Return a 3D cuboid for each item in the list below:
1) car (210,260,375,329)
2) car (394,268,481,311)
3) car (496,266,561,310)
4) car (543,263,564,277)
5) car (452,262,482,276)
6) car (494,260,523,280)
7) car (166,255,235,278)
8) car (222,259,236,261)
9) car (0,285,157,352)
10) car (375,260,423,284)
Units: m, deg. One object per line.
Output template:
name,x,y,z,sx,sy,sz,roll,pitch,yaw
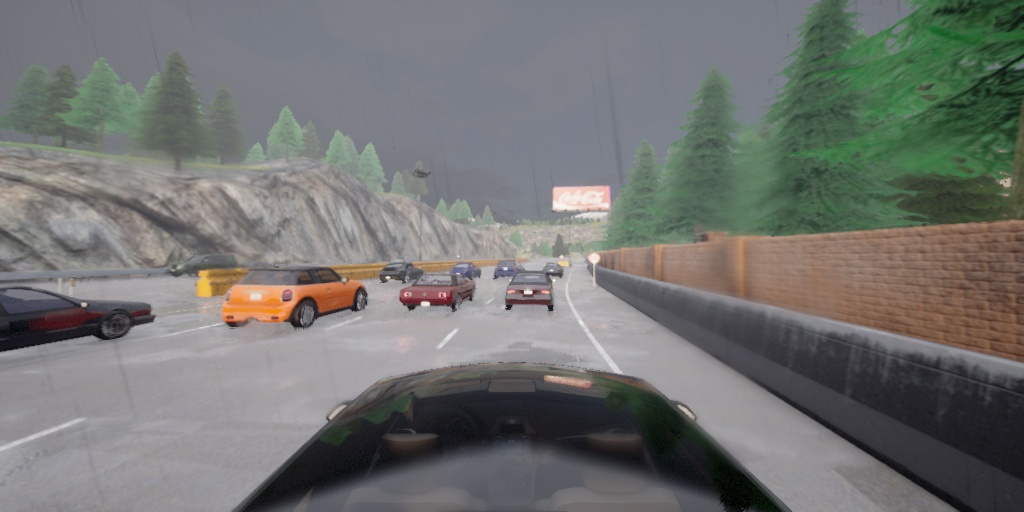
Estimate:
car,-6.447,1.083,11.338,2.097,1.767,4.553,0,0,3
car,-2.728,1.343,14.356,1.895,1.301,4.718,0,0,5
car,0.811,1.300,14.855,2.033,1.411,5.357,0,0,6
car,4.030,1.325,35.420,1.994,1.385,4.181,0,0,10
car,-3.936,1.264,30.641,1.812,1.442,4.674,0,0,10
car,-0.186,1.101,31.665,2.097,1.767,4.553,0,0,10
car,-28.539,0.889,33.393,2.150,2.045,5.566,0,0,10
car,-24.804,1.241,34.418,1.994,1.385,4.181,0,0,10
car,-10.253,1.267,6.811,2.033,1.411,5.357,0,0,2
car,-8.093,1.231,26.872,1.837,1.490,4.892,0,0,9
